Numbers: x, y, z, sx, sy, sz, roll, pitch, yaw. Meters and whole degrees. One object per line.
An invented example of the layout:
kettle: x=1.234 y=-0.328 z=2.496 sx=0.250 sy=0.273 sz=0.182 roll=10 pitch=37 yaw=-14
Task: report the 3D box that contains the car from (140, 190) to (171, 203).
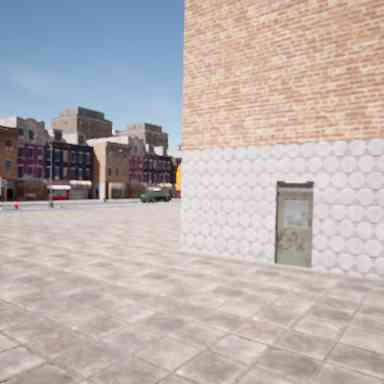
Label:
car: x=-5.622 y=0.761 z=51.802 sx=2.150 sy=2.045 sz=5.566 roll=2 pitch=1 yaw=36
